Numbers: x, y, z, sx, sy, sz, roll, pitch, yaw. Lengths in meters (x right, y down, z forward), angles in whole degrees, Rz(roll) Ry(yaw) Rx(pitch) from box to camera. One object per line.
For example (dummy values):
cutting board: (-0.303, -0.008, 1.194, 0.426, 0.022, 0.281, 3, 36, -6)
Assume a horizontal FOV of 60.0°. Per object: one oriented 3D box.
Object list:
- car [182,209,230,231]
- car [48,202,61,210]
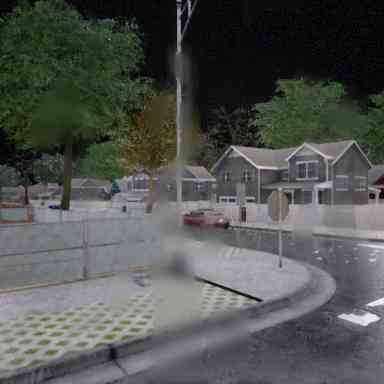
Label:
car: (0.706, 1.851, 23.151, 1.994, 1.385, 4.181, 0, -1, -36)
car: (-22.508, 2.382, 55.126, 1.882, 1.535, 5.008, 0, -1, -36)
